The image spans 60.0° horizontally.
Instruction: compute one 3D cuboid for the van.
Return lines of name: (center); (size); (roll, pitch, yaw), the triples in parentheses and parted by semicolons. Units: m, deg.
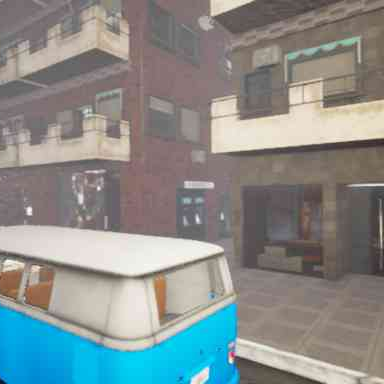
van: (-1.442, 1.360, 3.906); (3.998, 1.788, 1.690); (0, 0, 35)
